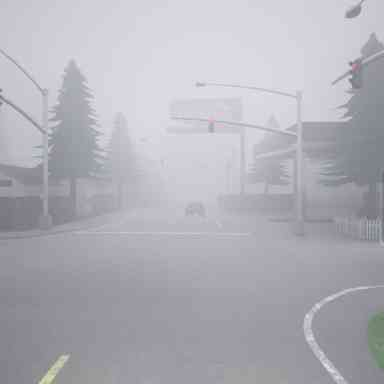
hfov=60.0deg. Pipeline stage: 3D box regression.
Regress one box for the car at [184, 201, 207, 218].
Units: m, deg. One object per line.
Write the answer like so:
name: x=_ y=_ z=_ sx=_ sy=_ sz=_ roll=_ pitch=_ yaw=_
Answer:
car: x=0.301 y=1.597 z=31.726 sx=1.837 sy=1.490 sz=4.892 roll=1 pitch=0 yaw=0

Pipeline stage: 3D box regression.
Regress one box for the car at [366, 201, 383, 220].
car: x=18.818 y=1.672 z=30.489 sx=4.611 sy=1.667 sz=2.242 roll=0 pitch=0 yaw=0

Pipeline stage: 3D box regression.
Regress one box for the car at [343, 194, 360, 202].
car: x=35.197 y=1.489 z=71.610 sx=2.007 sy=1.523 sz=4.514 roll=0 pitch=0 yaw=0

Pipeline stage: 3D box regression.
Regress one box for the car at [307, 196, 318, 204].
car: x=22.762 y=1.552 z=63.870 sx=1.970 sy=1.475 sz=3.806 roll=0 pitch=0 yaw=0

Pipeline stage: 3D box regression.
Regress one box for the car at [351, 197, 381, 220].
car: x=14.468 y=1.504 z=24.836 sx=3.866 sy=1.878 sz=1.905 roll=0 pitch=0 yaw=0
